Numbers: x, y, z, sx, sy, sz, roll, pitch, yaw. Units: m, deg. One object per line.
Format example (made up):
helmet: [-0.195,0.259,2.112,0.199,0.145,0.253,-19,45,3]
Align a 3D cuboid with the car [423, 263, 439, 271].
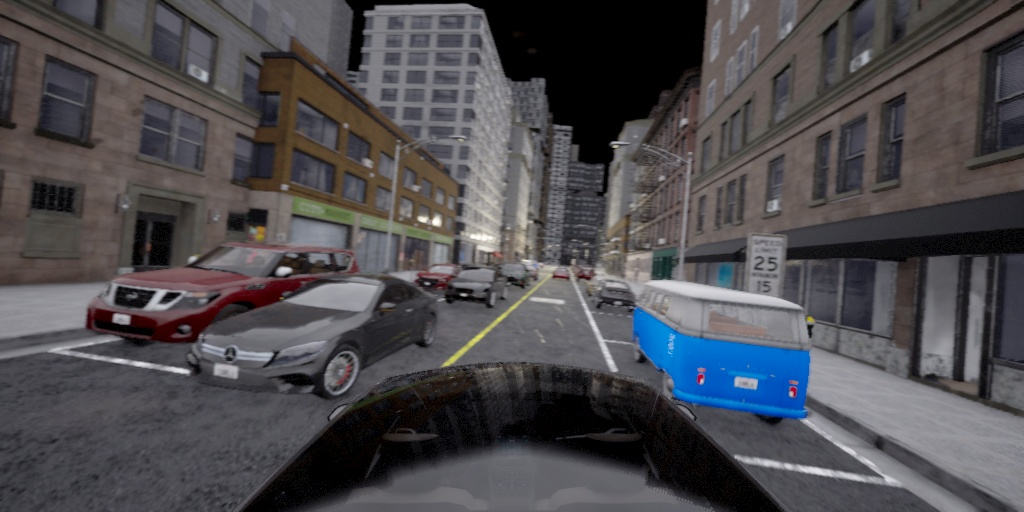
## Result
car: [-3.618,1.055,18.687,1.888,1.381,4.507,0,0,8]

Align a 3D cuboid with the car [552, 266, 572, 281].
car: [5.668,2.012,41.279,1.994,1.385,4.181,5,0,9]

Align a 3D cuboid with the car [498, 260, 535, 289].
car: [0.116,1.225,25.256,2.097,1.767,4.553,5,0,9]

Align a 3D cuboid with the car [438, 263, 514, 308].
car: [-1.373,1.195,15.308,1.837,1.490,4.892,5,0,8]

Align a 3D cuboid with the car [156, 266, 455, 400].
car: [-2.731,1.048,6.224,1.812,1.442,4.674,5,0,9]

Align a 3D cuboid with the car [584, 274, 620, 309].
car: [4.782,1.803,17.434,2.007,1.370,4.403,0,0,8]

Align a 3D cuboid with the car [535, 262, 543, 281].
car: [1.620,1.584,35.292,1.812,1.442,4.674,5,0,9]

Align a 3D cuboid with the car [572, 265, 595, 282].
car: [8.056,1.970,39.629,2.192,1.841,5.009,0,0,8]

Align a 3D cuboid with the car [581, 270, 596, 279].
car: [5.625,1.879,23.152,1.751,1.417,4.829,0,0,8]

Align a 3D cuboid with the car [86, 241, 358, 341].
car: [-5.255,0.622,7.591,2.192,1.841,5.009,0,0,8]

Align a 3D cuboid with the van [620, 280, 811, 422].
van: [3.146,1.390,6.339,1.690,1.789,3.998,0,0,8]
